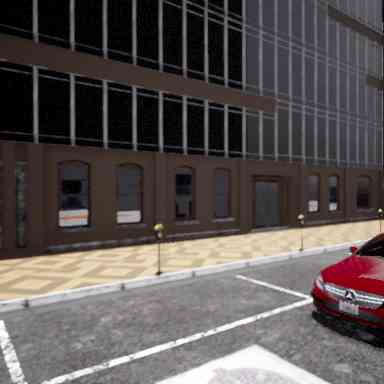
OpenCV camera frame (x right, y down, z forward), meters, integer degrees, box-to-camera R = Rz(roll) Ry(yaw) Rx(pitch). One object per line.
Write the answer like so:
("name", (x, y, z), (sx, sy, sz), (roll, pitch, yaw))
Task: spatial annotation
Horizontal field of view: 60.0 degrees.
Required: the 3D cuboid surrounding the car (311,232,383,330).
("car", (4.294, 1.510, 6.450), (4.674, 1.442, 1.812), (0, 0, -36))
